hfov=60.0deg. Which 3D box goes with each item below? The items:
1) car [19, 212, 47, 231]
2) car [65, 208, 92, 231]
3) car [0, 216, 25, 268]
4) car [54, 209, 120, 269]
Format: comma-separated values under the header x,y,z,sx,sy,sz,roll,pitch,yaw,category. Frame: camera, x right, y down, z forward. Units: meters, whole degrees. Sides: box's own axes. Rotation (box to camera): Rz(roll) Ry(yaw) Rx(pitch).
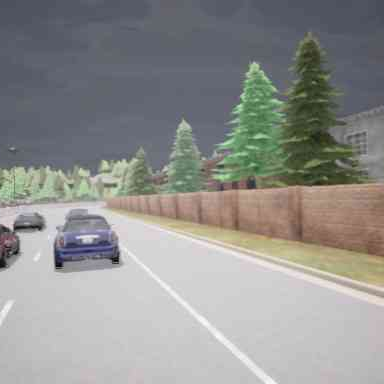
x,y,z,sx,sy,sz,roll,pitch,yaw,category
-12.531,2.250,25.877,1.994,1.385,4.181,-1,-1,-19,car
-9.201,2.122,26.945,1.837,1.490,4.892,-1,0,-19,car
-7.597,1.893,12.249,1.812,1.442,4.674,-1,-1,-19,car
-4.059,1.636,12.722,2.097,1.767,4.553,-1,-1,-19,car
